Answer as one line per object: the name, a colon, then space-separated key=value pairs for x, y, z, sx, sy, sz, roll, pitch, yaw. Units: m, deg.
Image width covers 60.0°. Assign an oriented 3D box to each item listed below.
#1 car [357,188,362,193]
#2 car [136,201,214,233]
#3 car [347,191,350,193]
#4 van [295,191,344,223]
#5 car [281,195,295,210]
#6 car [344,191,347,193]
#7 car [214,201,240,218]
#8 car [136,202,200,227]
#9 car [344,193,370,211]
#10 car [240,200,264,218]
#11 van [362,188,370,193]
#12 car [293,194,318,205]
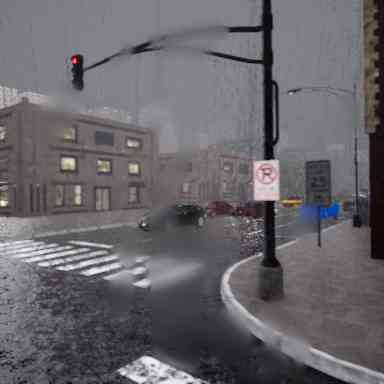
car: x=26.841 y=0.415 z=50.961 sx=2.150 sy=2.045 sz=5.566 roll=-1 pitch=0 yaw=37
car: x=-1.029 y=1.399 z=18.979 sx=1.837 sy=1.490 sz=4.892 roll=-1 pitch=0 yaw=37
car: x=29.136 y=0.541 z=63.674 sx=1.967 sy=1.590 sz=4.097 roll=0 pitch=1 yaw=37
van: x=8.588 y=1.021 z=22.164 sx=1.690 sy=1.788 sz=3.998 roll=0 pitch=1 yaw=37
car: x=11.026 y=1.057 z=35.094 sx=1.882 sy=1.535 sz=5.008 roll=-1 pitch=1 yaw=37
car: x=25.729 y=0.769 z=59.112 sx=1.802 sy=1.307 sz=4.206 roll=0 pitch=1 yaw=37
car: x=1.869 y=1.383 z=27.169 sx=1.802 sy=1.307 sz=4.206 roll=0 pitch=1 yaw=37
car: x=-1.540 y=1.456 z=22.605 sx=1.947 sy=1.339 sz=4.313 roll=0 pitch=1 yaw=37
car: x=15.408 y=1.054 z=31.293 sx=2.008 sy=1.369 sz=4.403 roll=0 pitch=1 yaw=37
car: x=4.892 y=1.303 z=26.888 sx=1.994 sy=1.385 sz=4.181 roll=-1 pitch=0 yaw=37
van: x=22.222 y=0.669 z=40.417 sx=1.690 sy=1.788 sz=3.998 roll=0 pitch=1 yaw=37
car: x=15.503 y=1.014 z=45.422 sx=1.947 sy=1.339 sz=4.313 roll=0 pitch=1 yaw=37
